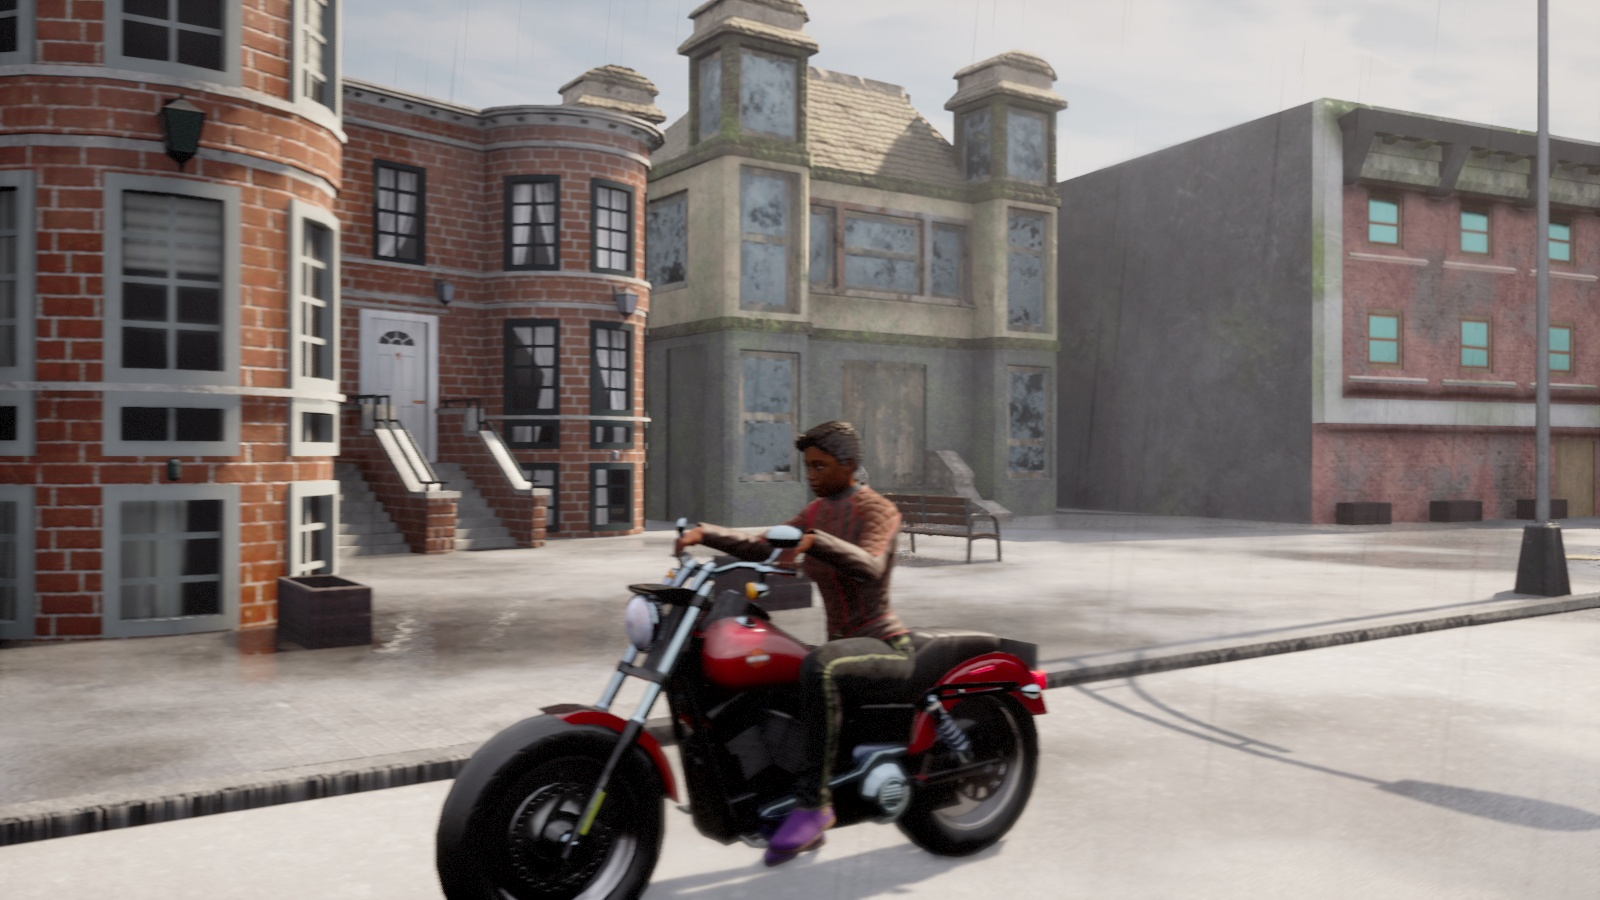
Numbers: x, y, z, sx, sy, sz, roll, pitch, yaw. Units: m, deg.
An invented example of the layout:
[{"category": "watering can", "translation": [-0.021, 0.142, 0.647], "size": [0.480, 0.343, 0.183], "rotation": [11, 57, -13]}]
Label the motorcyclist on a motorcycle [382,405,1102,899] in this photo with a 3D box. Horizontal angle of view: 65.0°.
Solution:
[{"category": "motorcyclist on a motorcycle", "translation": [-0.093, 0.706, 4.202], "size": [2.350, 1.649, 0.766], "rotation": [0, 0, -35]}]
